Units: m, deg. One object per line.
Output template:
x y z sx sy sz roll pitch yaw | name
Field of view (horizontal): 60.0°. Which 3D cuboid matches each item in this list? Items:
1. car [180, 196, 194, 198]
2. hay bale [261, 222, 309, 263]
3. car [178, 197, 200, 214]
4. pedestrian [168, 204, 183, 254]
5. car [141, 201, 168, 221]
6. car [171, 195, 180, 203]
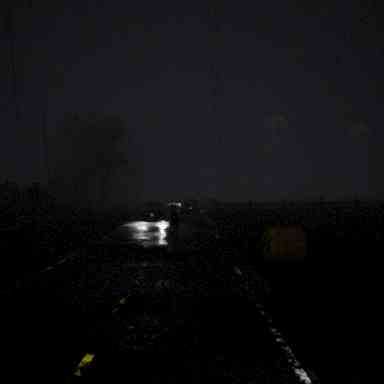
-0.240 1.359 45.516 2.097 1.767 4.553 0 0 0 | car
3.055 1.652 11.116 1.220 1.180 1.240 1 1 0 | hay bale
-0.154 1.564 34.978 1.994 1.385 4.181 0 0 -1 | car
-0.627 1.292 12.008 0.375 1.860 0.375 -1 1 -3 | pedestrian
-3.046 1.502 27.539 1.837 1.490 4.892 0 0 0 | car
-3.244 1.498 68.921 1.882 1.535 5.008 0 0 0 | car
